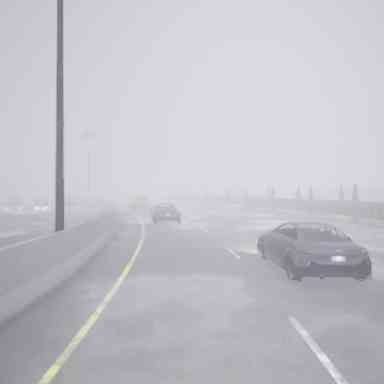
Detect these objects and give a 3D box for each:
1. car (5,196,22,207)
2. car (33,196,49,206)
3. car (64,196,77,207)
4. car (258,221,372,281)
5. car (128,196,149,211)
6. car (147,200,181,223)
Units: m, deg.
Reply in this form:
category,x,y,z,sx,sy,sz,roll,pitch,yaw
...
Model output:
category,x,y,z,sx,sy,sz,roll,pitch,yaw
car,-25.399,1.296,47.431,1.837,1.490,4.892,0,0,-29
car,-22.346,1.286,49.143,2.128,1.511,4.902,0,0,-29
car,-17.937,1.356,48.448,2.033,1.411,5.357,0,0,-27
car,3.349,1.544,9.864,1.994,1.385,4.181,0,0,-3
car,-6.245,1.220,39.463,2.097,1.767,4.553,0,0,-20
car,-2.025,1.487,24.511,1.994,1.385,4.181,0,0,-11
